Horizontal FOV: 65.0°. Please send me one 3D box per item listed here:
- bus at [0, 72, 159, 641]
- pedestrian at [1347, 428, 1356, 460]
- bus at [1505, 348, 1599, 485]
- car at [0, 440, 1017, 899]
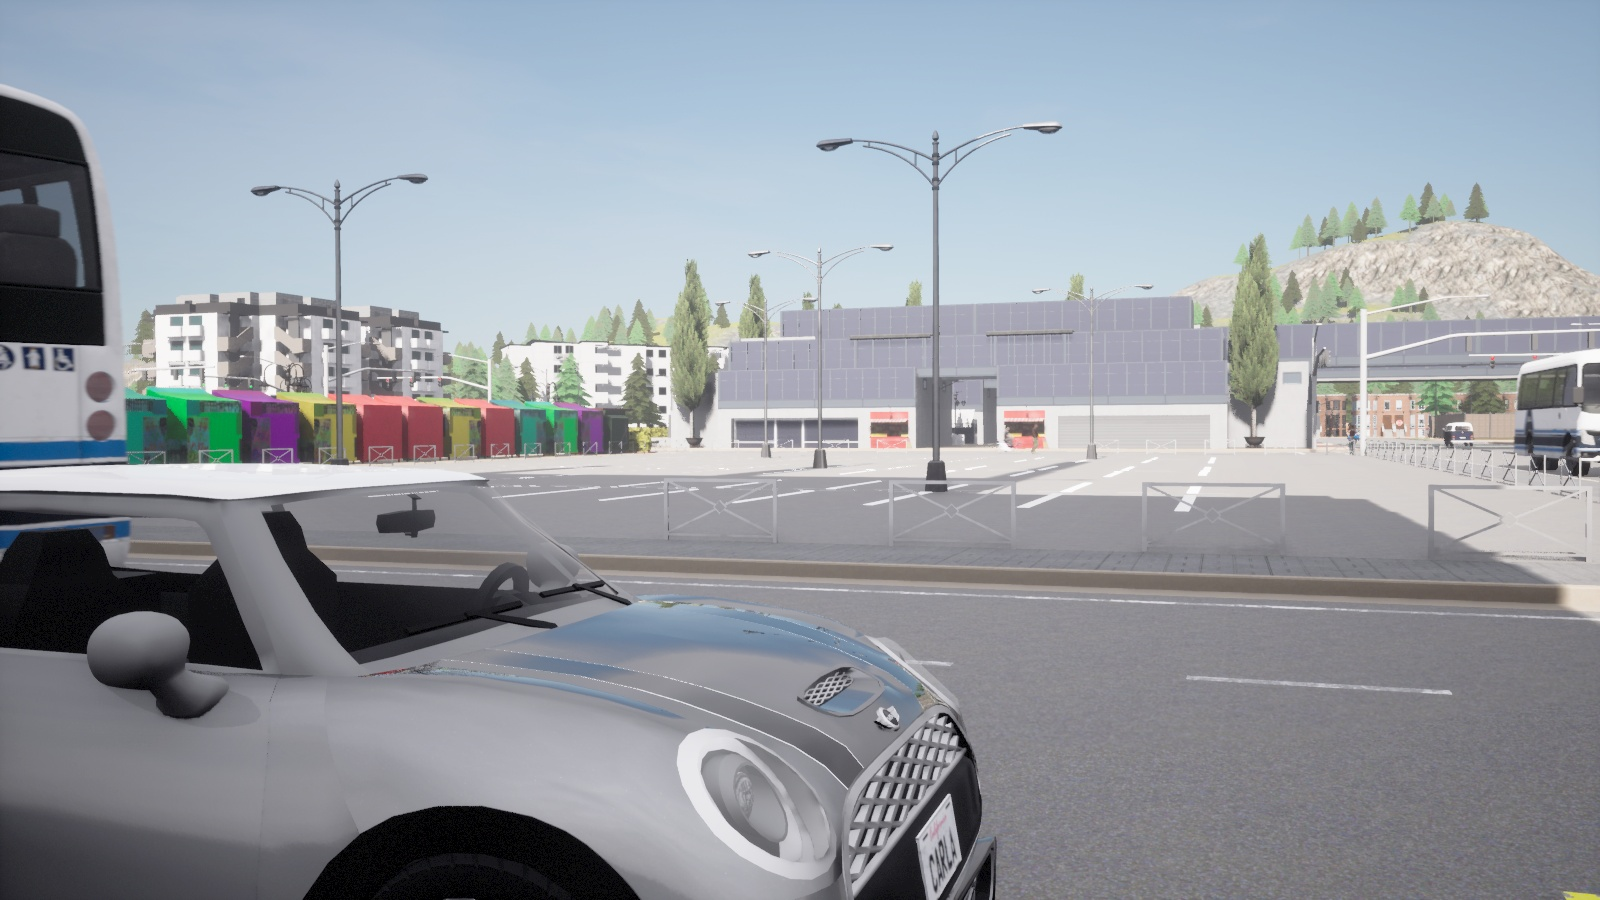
[{"bbox_3d":[-10.768,-0.773,11.430,10.273,4.253,3.944,1,2,31],"label":"bus"},{"bbox_3d":[31.344,-0.351,71.316,0.345,1.836,0.594,0,1,13],"label":"pedestrian"},{"bbox_3d":[27.721,-1.087,43.497,3.944,4.253,10.273,1,1,19],"label":"bus"},{"bbox_3d":[-1.428,0.728,3.672,3.806,1.475,1.970,1,1,18],"label":"car"}]
